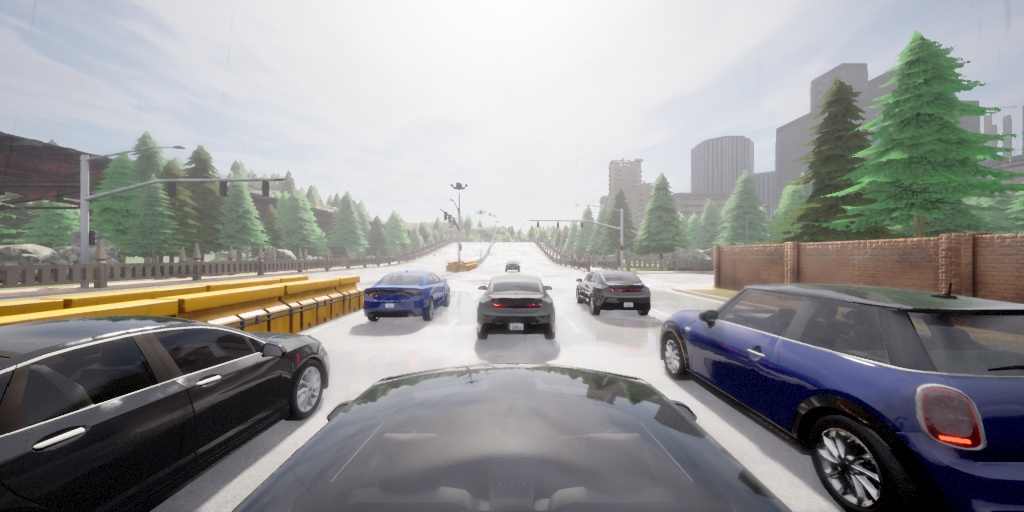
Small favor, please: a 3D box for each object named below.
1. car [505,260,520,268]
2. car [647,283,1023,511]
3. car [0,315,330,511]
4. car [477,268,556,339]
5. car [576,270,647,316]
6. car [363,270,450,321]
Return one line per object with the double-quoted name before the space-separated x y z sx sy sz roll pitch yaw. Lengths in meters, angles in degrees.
"car" 0.081 1.276 46.231 1.812 1.442 4.674 0 0 0
"car" 3.601 1.102 4.370 2.097 1.767 4.553 0 0 0
"car" -3.400 1.255 2.951 1.837 1.490 4.892 0 0 0
"car" 0.098 1.255 10.021 1.837 1.490 4.892 0 0 0
"car" 3.617 1.255 13.454 1.837 1.490 4.892 0 0 1
"car" -3.401 1.228 12.444 1.882 1.535 5.008 0 0 0
